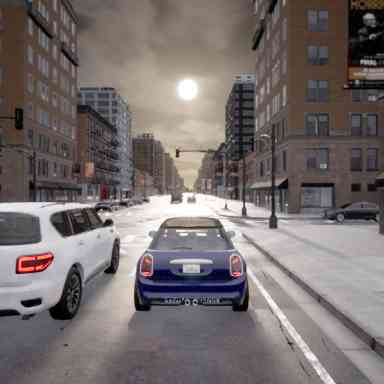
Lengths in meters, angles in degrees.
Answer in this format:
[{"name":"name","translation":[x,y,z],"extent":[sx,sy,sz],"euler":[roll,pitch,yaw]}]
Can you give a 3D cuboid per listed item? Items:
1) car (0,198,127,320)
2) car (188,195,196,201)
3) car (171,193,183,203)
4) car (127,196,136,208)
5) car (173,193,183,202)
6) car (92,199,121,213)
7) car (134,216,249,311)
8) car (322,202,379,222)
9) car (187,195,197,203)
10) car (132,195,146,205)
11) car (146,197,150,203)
[{"name":"car","translation":[-3.157,1.223,7.450],"extent":[2.150,2.045,5.566],"euler":[0,0,0]},{"name":"car","translation":[-0.095,1.453,79.740],"extent":[1.895,1.301,4.718],"euler":[0,0,0]},{"name":"car","translation":[-3.233,1.214,69.543],"extent":[2.150,2.045,5.566],"euler":[0,0,0]},{"name":"car","translation":[-9.903,1.597,48.677],"extent":[1.895,1.301,4.718],"euler":[0,0,0]},{"name":"car","translation":[-3.346,1.212,80.426],"extent":[2.150,2.045,5.566],"euler":[0,0,0]},{"name":"car","translation":[-9.896,1.546,39.061],"extent":[2.033,1.411,5.357],"euler":[0,0,0]},{"name":"car","translation":[-0.002,1.352,7.907],"extent":[2.097,1.767,4.553],"euler":[0,0,0]},{"name":"car","translation":[12.691,1.545,25.943],"extent":[4.892,1.490,1.837],"euler":[0,0,2]},{"name":"car","translation":[-0.083,1.482,69.291],"extent":[2.128,1.511,4.902],"euler":[0,0,0]},{"name":"car","translation":[-9.898,1.346,58.421],"extent":[2.097,1.767,4.553],"euler":[0,0,0]},{"name":"car","translation":[-9.833,1.591,68.641],"extent":[1.895,1.301,4.718],"euler":[0,0,0]}]
